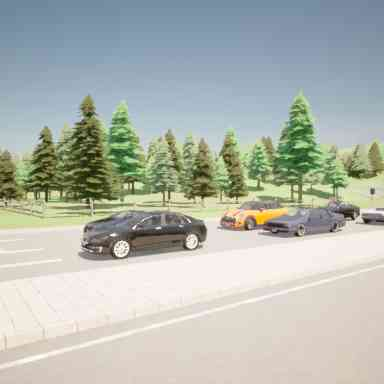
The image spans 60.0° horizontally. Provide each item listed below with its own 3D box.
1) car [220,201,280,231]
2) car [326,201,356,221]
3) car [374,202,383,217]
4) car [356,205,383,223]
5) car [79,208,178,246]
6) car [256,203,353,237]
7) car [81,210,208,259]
[{"bbox_3d":[3.939,1.352,20.873,4.553,1.767,2.097,0,0,-35],"label":"car"},{"bbox_3d":[11.192,1.491,25.993,4.902,1.511,2.128,0,0,-35],"label":"car"},{"bbox_3d":[19.508,1.601,31.801,4.718,1.301,1.895,0,0,-35],"label":"car"},{"bbox_3d":[14.117,1.601,23.783,4.718,1.301,1.895,0,0,-35],"label":"car"},{"bbox_3d":[-2.996,1.564,15.946,4.181,1.385,1.994,0,0,-34],"label":"car"},{"bbox_3d":[6.288,1.547,18.254,5.357,1.411,2.033,0,0,-35],"label":"car"},{"bbox_3d":[-1.655,1.505,12.620,4.892,1.490,1.837,0,0,-35],"label":"car"}]
